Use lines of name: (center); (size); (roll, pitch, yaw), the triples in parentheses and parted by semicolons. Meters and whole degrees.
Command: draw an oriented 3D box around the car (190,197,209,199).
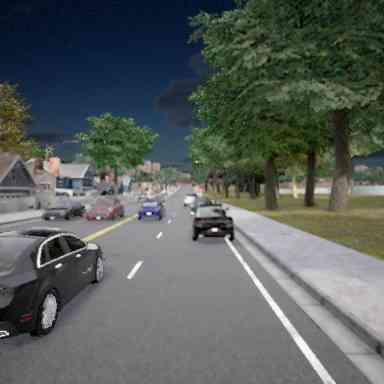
car: (0.942, 1.395, 26.500); (1.837, 1.490, 4.892); (0, 0, 0)

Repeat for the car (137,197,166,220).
car: (-3.181, 1.414, 26.830); (1.812, 1.442, 4.674); (0, 0, 0)

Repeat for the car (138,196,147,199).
car: (-9.842, 1.524, 66.892); (2.128, 1.511, 4.902); (0, -1, 0)

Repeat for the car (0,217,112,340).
car: (-3.155, 1.499, 6.633); (1.837, 1.490, 4.892); (0, 0, 0)

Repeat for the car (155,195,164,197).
car: (-6.595, 1.368, 66.957); (2.097, 1.767, 4.553); (0, -1, 0)

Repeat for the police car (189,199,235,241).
police car: (0.955, 1.370, 16.609); (1.930, 1.638, 5.238); (0, 0, 0)

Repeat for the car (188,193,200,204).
car: (0.934, 1.221, 32.471); (2.097, 1.767, 4.553); (0, 0, 0)

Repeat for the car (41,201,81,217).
car: (-9.883, 1.439, 26.195); (2.033, 1.411, 5.357); (0, 0, 0)

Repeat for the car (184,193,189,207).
car: (-0.064, 1.108, 49.866); (2.150, 2.045, 5.566); (0, 0, 0)

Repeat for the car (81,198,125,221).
car: (-6.630, 1.245, 25.799); (2.097, 1.767, 4.553); (0, 0, 0)
